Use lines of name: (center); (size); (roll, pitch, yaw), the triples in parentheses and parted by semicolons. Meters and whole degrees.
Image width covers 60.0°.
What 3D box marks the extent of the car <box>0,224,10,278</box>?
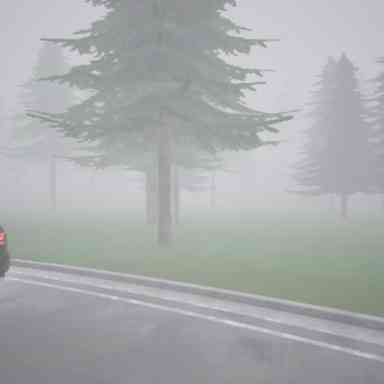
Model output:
car: (-6.622, 1.137, 7.331); (5.566, 2.045, 2.150); (0, 1, 23)
